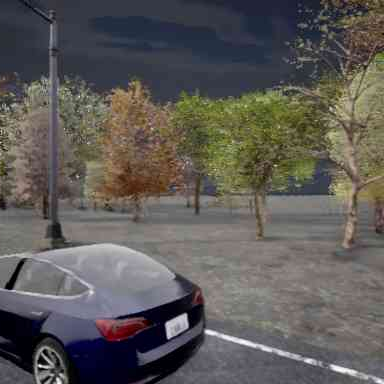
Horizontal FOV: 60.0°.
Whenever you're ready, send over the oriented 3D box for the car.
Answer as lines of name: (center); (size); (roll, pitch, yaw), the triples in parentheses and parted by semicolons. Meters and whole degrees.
car: (-2.066, 1.523, 5.037); (4.792, 1.488, 2.163); (0, 0, 35)
